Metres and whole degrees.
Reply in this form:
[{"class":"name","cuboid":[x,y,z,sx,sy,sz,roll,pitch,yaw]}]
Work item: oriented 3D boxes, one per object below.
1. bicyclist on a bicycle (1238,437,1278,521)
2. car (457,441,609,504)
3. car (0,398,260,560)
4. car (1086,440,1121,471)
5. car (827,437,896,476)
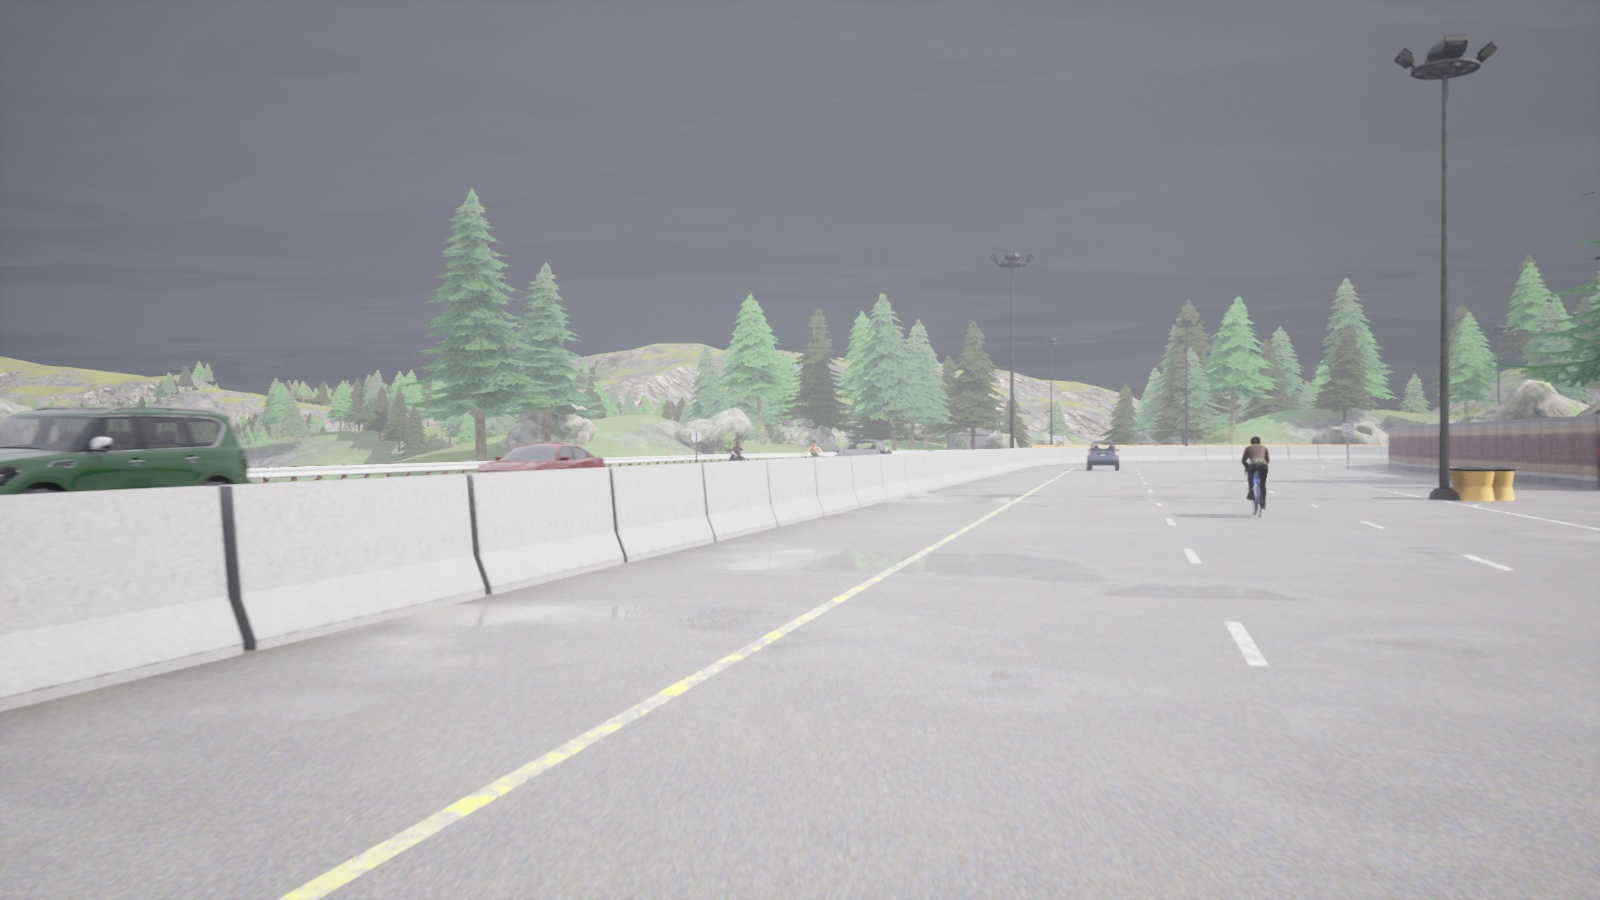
[{"class":"bicyclist on a bicycle","cuboid":[9.224,0.564,25.321,0.582,1.620,1.656,0,0,14]},{"class":"car","cuboid":[-6.879,0.533,33.005,1.882,1.535,5.008,0,0,14]},{"class":"car","cuboid":[-10.637,0.354,18.255,2.150,2.045,5.566,0,0,14]},{"class":"car","cuboid":[16.626,0.271,68.700,1.851,1.617,3.988,0,0,14]},{"class":"car","cuboid":[2.848,0.271,57.097,2.242,1.667,4.611,0,0,14]}]
